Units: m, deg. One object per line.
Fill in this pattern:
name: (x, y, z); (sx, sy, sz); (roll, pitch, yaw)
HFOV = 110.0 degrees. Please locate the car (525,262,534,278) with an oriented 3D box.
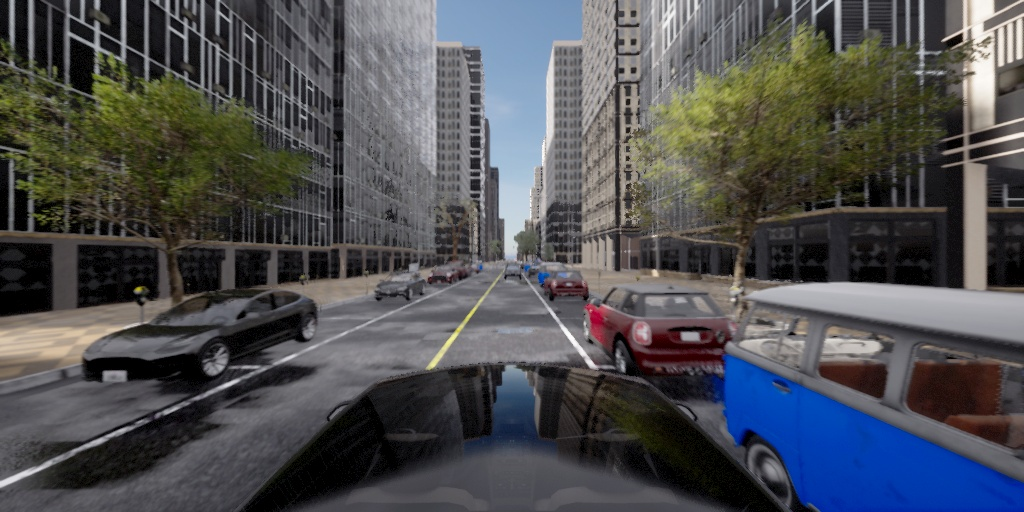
car: (2.679, 1.732, 41.419); (2.007, 1.370, 4.403); (0, 0, 0)

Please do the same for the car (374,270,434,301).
car: (-5.696, 1.486, 18.684); (2.007, 1.370, 4.403); (0, 0, 0)

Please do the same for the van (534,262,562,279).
van: (2.683, 1.338, 24.369); (1.690, 1.789, 3.998); (0, 0, 0)

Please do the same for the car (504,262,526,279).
car: (0.093, 1.700, 38.670); (2.033, 1.411, 5.357); (0, -1, 0)

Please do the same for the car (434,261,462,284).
car: (-5.699, 1.499, 30.051); (1.967, 1.591, 4.097); (0, 0, 0)

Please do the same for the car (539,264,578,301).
car: (2.684, 1.375, 18.686); (1.967, 1.591, 4.097); (0, 0, 0)

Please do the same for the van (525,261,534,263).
van: (2.676, 1.645, 52.787); (1.690, 1.789, 3.998); (0, 0, 0)

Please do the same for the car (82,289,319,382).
car: (-5.694, 1.378, 7.317); (1.948, 1.339, 4.313); (0, 0, 0)

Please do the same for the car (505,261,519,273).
car: (0.042, 1.697, 56.538); (2.097, 1.767, 4.553); (0, -1, 3)

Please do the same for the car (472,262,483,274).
car: (-5.705, 1.887, 52.785); (1.802, 1.307, 4.207); (0, 0, 0)

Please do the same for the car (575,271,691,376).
car: (2.687, 1.251, 7.319); (1.967, 1.591, 4.097); (0, 0, 0)

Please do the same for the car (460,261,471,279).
car: (-5.700, 1.436, 35.734); (2.192, 1.841, 5.009); (0, 0, 0)

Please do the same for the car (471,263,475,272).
car: (-5.702, 1.764, 41.417); (1.802, 1.307, 4.207); (0, 0, 0)

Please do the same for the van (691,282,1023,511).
van: (2.689, 1.090, 1.636); (1.690, 1.789, 3.998); (0, 0, 0)
